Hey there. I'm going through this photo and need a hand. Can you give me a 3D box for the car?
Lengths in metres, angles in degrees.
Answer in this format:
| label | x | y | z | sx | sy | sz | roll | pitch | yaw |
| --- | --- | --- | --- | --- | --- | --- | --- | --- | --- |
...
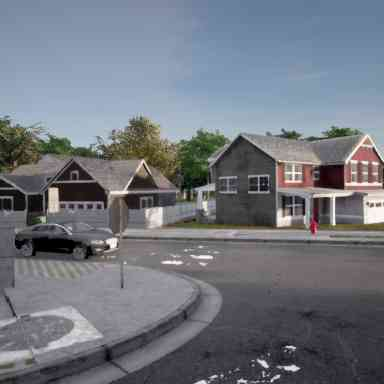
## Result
| label | x | y | z | sx | sy | sz | roll | pitch | yaw |
| --- | --- | --- | --- | --- | --- | --- | --- | --- | --- |
| car | -5.494 | 2.020 | 14.632 | 4.902 | 1.511 | 2.128 | -2 | 0 | 23 |
